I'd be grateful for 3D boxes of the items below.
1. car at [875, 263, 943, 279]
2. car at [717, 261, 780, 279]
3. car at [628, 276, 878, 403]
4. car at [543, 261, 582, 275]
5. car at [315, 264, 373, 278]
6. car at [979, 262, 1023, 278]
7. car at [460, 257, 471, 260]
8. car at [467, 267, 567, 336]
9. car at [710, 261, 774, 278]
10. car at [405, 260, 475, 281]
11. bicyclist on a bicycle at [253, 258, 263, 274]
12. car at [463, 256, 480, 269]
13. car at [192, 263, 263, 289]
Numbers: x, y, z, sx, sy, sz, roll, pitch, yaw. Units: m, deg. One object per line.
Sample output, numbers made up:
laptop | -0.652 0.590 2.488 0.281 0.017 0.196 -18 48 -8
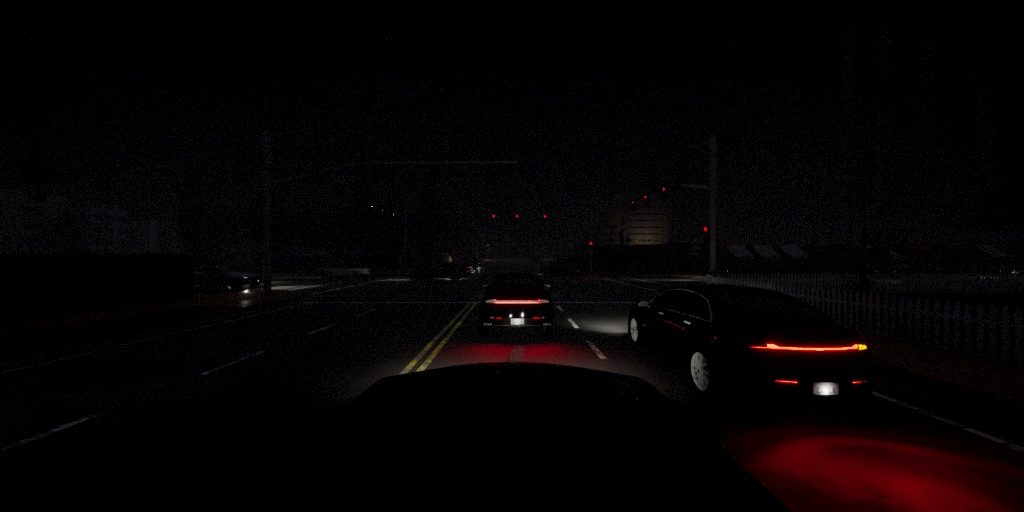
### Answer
car | 33.523 1.276 30.315 4.674 1.442 1.812 0 0 -1
car | 19.641 1.241 30.076 4.902 1.511 2.128 0 0 -1
car | 3.591 1.255 6.484 1.837 1.490 4.892 0 0 1
car | 5.018 1.275 37.124 1.812 1.442 4.674 -1 1 -43
car | -15.493 1.351 33.098 4.718 1.301 1.895 0 0 -2
car | 47.957 1.298 34.023 5.357 1.411 2.033 0 0 -1
car | -6.802 1.241 44.462 2.128 1.511 4.902 0 0 1
car | 0.138 1.242 10.391 2.128 1.511 4.902 0 0 0
car | 21.475 1.254 33.610 4.892 1.490 1.837 0 0 -1
car | -6.044 1.297 29.900 5.357 1.411 2.033 0 0 -1
bicyclist on a bicycle | -26.143 1.051 36.925 0.582 1.620 1.656 0 0 -3
car | -6.724 0.971 55.130 2.150 2.045 5.566 0 0 1
car | -18.143 1.276 22.329 4.674 1.442 1.812 0 0 0
